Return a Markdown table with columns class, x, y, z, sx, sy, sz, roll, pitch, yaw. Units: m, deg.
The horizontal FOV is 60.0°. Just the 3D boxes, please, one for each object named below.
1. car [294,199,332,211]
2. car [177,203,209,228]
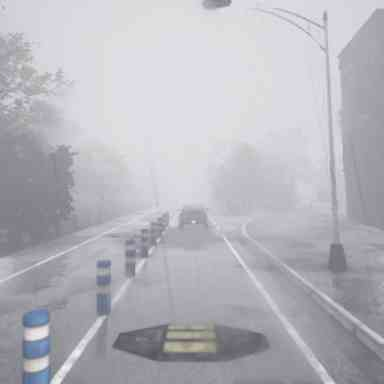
| class | x | y | z | sx | sy | sz | roll | pitch | yaw |
| --- | --- | --- | --- | --- | --- | --- | --- | --- | --- |
| car | 13.070 | 1.493 | 35.442 | 4.674 | 1.442 | 1.812 | 0 | -6 | -23 |
| car | 0.087 | 1.536 | 22.428 | 1.837 | 1.490 | 4.892 | -2 | 0 | 0 |
